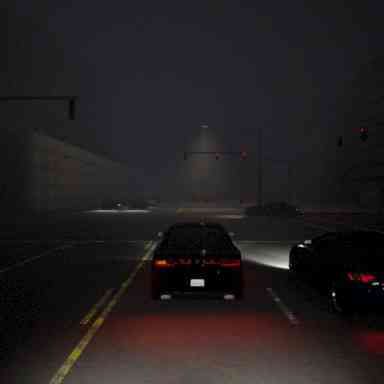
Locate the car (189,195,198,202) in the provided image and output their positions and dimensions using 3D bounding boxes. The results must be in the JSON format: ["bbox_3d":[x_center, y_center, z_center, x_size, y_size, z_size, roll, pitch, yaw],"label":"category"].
[{"bbox_3d":[0.319,1.515,73.040,1.812,1.442,4.674,0,0,0],"label":"car"}]

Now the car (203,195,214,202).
[{"bbox_3d":[3.819,1.515,73.025,1.812,1.442,4.674,0,0,0],"label":"car"}]

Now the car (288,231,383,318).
[{"bbox_3d":[3.606,1.564,7.462,1.994,1.385,4.181,0,0,0],"label":"car"}]

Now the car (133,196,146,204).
[{"bbox_3d":[-10.254,1.564,65.334,1.994,1.385,4.181,0,0,0],"label":"car"}]

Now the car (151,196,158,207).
[{"bbox_3d":[-6.853,1.526,52.034,1.812,1.442,4.674,0,0,0],"label":"car"}]

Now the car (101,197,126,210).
[{"bbox_3d":[-10.405,1.564,43.237,1.994,1.385,4.181,0,0,0],"label":"car"}]

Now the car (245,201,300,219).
[{"bbox_3d":[6.989,1.525,28.970,4.674,1.442,1.812,0,1,25],"label":"car"}]

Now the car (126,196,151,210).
[{"bbox_3d":[-6.904,1.564,43.277,1.994,1.385,4.181,0,0,0],"label":"car"}]

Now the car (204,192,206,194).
[{"bbox_3d":[3.863,1.413,83.026,2.128,1.511,4.902,0,0,0],"label":"car"}]

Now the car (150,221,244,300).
[{"bbox_3d":[0.106,1.478,8.443,1.882,1.535,5.008,0,0,0],"label":"car"}]

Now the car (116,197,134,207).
[{"bbox_3d":[-10.355,1.526,51.990,1.812,1.442,4.674,0,0,0],"label":"car"}]

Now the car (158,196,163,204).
[{"bbox_3d":[-6.755,1.506,65.189,1.837,1.490,4.892,0,0,1],"label":"car"}]
